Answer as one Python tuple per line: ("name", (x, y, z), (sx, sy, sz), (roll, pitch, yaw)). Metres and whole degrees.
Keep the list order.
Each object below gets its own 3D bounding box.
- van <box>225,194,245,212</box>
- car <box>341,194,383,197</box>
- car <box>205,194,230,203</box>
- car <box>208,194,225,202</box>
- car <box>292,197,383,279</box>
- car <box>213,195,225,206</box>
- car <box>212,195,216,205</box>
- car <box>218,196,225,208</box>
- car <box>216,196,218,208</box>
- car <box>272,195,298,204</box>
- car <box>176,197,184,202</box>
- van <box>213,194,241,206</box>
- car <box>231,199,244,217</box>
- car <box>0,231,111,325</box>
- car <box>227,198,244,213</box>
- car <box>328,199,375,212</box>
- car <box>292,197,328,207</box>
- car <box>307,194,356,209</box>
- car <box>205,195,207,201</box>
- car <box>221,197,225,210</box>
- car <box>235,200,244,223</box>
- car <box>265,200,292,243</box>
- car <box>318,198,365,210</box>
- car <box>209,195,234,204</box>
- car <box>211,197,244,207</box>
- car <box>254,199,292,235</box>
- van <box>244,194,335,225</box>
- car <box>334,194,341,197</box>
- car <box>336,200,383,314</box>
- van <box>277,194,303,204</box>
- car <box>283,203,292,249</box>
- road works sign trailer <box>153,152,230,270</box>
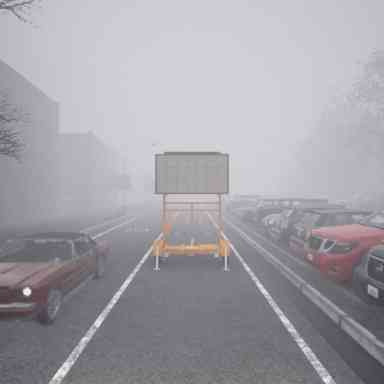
("van", (5.556, 1.266, 30.536), (4.442, 1.987, 1.878), (0, 0, 0))
("car", (18.724, 1.243, 33.707), (5.566, 2.045, 2.435), (0, 0, 0))
("car", (5.716, 1.391, 75.385), (5.566, 2.045, 2.435), (0, 0, 0))
("car", (5.699, 1.273, 50.156), (5.566, 2.045, 2.435), (0, 0, 0))
("car", (5.648, 1.233, 8.110), (5.566, 2.045, 2.435), (0, 0, 0))
("car", (5.642, 1.536, 44.550), (4.792, 1.488, 2.163), (0, 0, 0))
("car", (5.666, 1.516, 47.348), (4.892, 1.521, 2.231), (0, 0, 0))
("car", (5.858, 1.491, 36.143), (5.366, 1.575, 1.946), (0, 0, 0))
("car", (5.667, 1.496, 38.943), (5.008, 1.535, 2.097), (0, 0, 0))
("car", (18.724, 1.463, 67.001), (4.553, 1.767, 2.185), (0, 0, 0))
("car", (-3.146, 1.891, 85.728), (1.895, 1.301, 4.718), (0, -1, 0))
("van", (5.786, 1.319, 55.763), (4.442, 1.987, 1.878), (0, 0, 0))
("car", (5.645, 1.519, 24.929), (4.792, 1.488, 2.163), (0, 0, 0))
("car", (-3.241, 1.607, 7.220), (1.895, 1.301, 4.718), (0, 0, 0))
("car", (5.645, 1.520, 27.733), (4.792, 1.488, 2.163), (0, 0, 0))
("car", (18.749, 1.538, 39.276), (4.674, 1.452, 2.002), (0, 0, 0))
("car", (18.744, 1.536, 53.077), (5.008, 1.535, 2.097), (0, 0, 0))
("car", (18.723, 1.257, 44.724), (5.566, 2.045, 2.435), (0, 0, 0))
("car", (5.704, 1.337, 66.975), (5.566, 2.045, 2.435), (0, 0, 0))
("car", (5.702, 1.522, 33.339), (4.792, 1.488, 2.163), (0, 0, 0))
("car", (5.669, 1.489, 22.126), (5.008, 1.535, 2.097), (0, 0, 0))
("car", (5.644, 1.360, 13.717), (4.553, 1.767, 2.185), (0, 0, 0))
("car", (18.746, 1.503, 41.937), (5.008, 1.535, 2.097), (0, 0, 0))
("car", (5.641, 1.449, 64.174), (4.553, 1.767, 2.185), (0, 0, 0))
("car", (5.664, 1.534, 52.959), (5.008, 1.535, 2.097), (0, 0, 0))
("car", (5.707, 1.361, 16.520), (4.553, 1.767, 2.185), (0, 0, 0))
("van", (5.558, 1.262, 19.323), (4.442, 1.987, 1.878), (0, 0, 0))
("car", (18.723, 1.243, 36.369), (5.566, 2.045, 2.435), (0, 0, 0))
("car", (5.648, 1.232, 5.307), (5.566, 2.045, 2.435), (0, 0, 0))
("van", (18.869, 1.349, 64.221), (4.442, 1.987, 1.878), (0, 0, 0))
("car", (5.645, 1.359, 10.913), (4.553, 1.767, 2.185), (0, 0, 0))
("road works sign trailer", (0.005, 0.473, 11.024), (2.380, 3.560, 2.880), (0, 0, 1))
